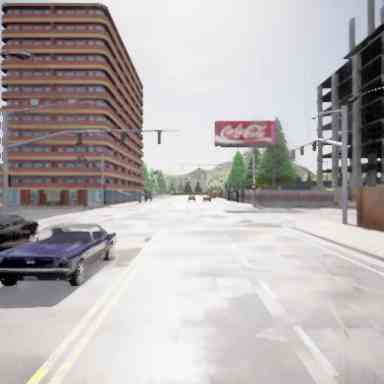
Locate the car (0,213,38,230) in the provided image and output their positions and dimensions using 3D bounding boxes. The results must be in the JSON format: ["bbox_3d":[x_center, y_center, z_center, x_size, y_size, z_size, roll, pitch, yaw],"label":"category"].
[{"bbox_3d":[-7.072,1.494,11.338,1.882,1.535,5.008,0,0,0],"label":"car"}]

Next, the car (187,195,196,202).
[{"bbox_3d":[-0.049,1.476,77.042,1.812,1.442,4.674,0,0,0],"label":"car"}]

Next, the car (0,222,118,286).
[{"bbox_3d":[-3.579,1.614,9.590,1.895,1.301,4.718,0,0,0],"label":"car"}]

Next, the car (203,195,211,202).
[{"bbox_3d":[3.451,1.476,77.045,2.128,1.511,4.902,0,0,0],"label":"car"}]
